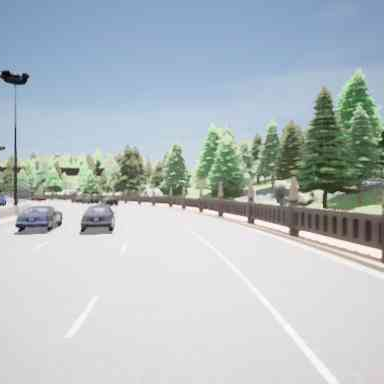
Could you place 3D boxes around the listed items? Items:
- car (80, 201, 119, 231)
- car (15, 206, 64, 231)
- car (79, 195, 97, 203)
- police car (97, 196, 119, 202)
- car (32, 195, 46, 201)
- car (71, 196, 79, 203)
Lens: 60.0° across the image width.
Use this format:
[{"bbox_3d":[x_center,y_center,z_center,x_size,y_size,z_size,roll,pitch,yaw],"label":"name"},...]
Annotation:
[{"bbox_3d":[-5.743,1.549,20.583,2.033,1.411,5.357,0,0,-12],"label":"car"},{"bbox_3d":[-9.340,1.562,20.697,2.033,1.411,5.357,0,0,-12],"label":"car"},{"bbox_3d":[-19.055,1.363,62.432,2.097,1.767,4.553,0,0,-35],"label":"car"},{"bbox_3d":[-13.271,1.425,53.280,1.930,1.638,5.238,0,0,-29],"label":"police car"},{"bbox_3d":[-37.705,1.428,81.867,4.181,1.385,1.994,0,0,38],"label":"car"},{"bbox_3d":[-23.013,1.547,67.726,1.812,1.442,4.674,0,0,-39],"label":"car"}]
